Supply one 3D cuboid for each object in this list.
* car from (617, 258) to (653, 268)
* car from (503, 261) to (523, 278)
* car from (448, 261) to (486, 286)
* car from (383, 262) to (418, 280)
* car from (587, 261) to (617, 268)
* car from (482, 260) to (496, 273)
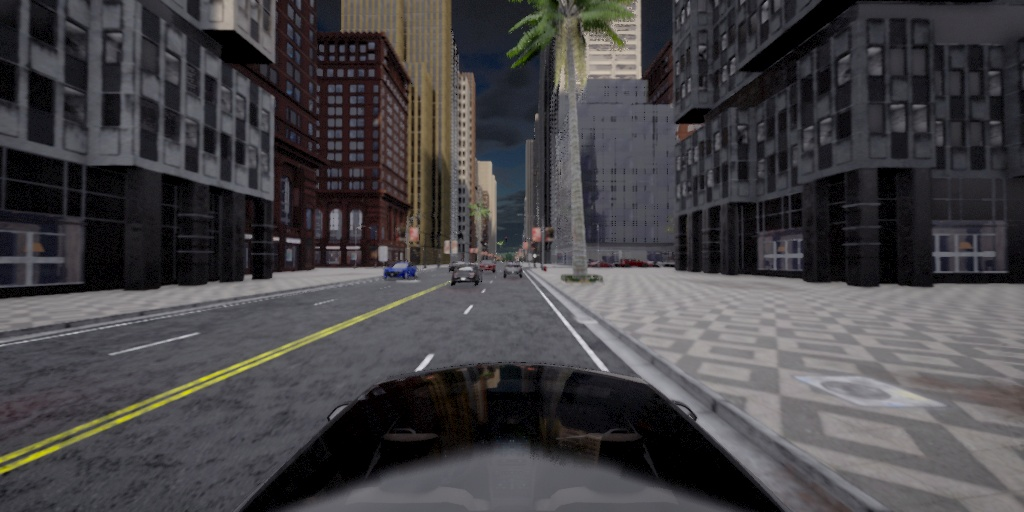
[{"bbox_3d":[20.942,1.219,61.919,5.009,1.841,2.192,0,0,-1],"label":"car"},{"bbox_3d":[0.092,1.316,35.593,2.128,1.511,4.902,0,0,0],"label":"car"},{"bbox_3d":[-3.156,1.309,25.563,1.812,1.442,4.674,0,0,0],"label":"car"},{"bbox_3d":[-9.852,1.286,31.987,1.882,1.535,5.008,0,0,0],"label":"car"},{"bbox_3d":[15.303,1.505,61.830,4.207,1.307,1.802,0,0,-1],"label":"car"},{"bbox_3d":[-3.157,1.246,46.662,2.097,1.767,4.553,0,0,0],"label":"car"}]
